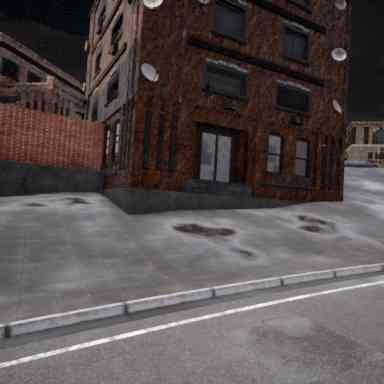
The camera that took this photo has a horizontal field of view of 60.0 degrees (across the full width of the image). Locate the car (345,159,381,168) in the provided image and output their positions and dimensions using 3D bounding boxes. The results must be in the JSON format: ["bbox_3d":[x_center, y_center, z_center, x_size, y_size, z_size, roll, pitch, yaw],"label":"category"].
[{"bbox_3d":[21.221,-3.299,41.900,4.553,1.767,2.185,2,-3,15],"label":"car"}]
